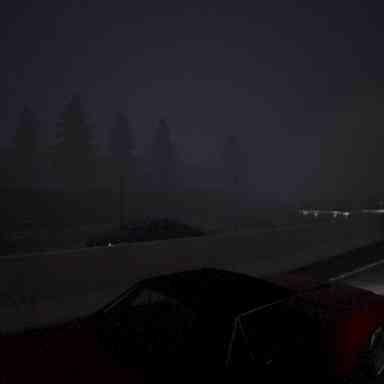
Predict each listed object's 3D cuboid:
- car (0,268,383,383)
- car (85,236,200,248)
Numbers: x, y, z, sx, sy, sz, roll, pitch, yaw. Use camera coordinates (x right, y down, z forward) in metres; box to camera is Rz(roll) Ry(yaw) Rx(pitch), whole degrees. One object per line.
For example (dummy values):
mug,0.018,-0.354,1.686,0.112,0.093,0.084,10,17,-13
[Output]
car,0.506,1.608,3.815,4.718,1.301,1.895,0,0,-37
car,-1.473,1.585,11.479,4.181,1.385,1.994,0,0,-40
